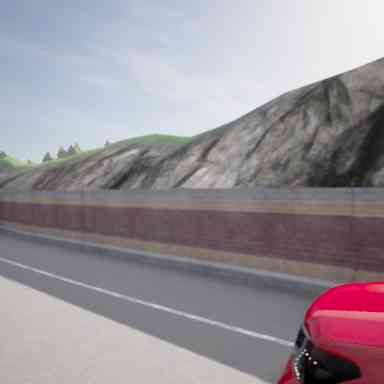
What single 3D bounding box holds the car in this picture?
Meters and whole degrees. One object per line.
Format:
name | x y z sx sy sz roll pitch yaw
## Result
car | 3.301 1.233 1.692 5.566 2.045 2.150 0 0 35
